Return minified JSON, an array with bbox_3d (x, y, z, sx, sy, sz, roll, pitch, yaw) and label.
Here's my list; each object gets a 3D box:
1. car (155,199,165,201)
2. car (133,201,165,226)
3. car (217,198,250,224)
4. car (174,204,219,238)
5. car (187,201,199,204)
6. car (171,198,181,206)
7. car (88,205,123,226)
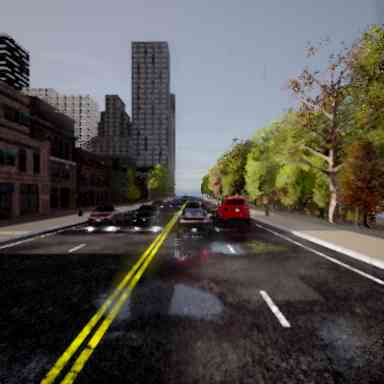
[{"bbox_3d":[-6.484,2.093,67.219,1.994,1.385,4.181,0,0,0],"label":"car"},{"bbox_3d":[-3.334,1.728,25.714,1.837,1.490,4.892,0,0,0],"label":"car"},{"bbox_3d":[3.357,1.461,27.327,2.150,2.045,5.566,0,0,0],"label":"car"},{"bbox_3d":[0.106,1.656,18.617,2.128,1.511,4.902,0,0,0],"label":"car"},{"bbox_3d":[0.111,1.824,39.857,1.882,1.535,5.008,0,0,0],"label":"car"},{"bbox_3d":[-3.235,2.029,67.222,1.882,1.535,5.008,0,0,0],"label":"car"},{"bbox_3d":[-6.585,1.750,25.728,1.812,1.442,4.674,0,-1,0],"label":"car"}]
